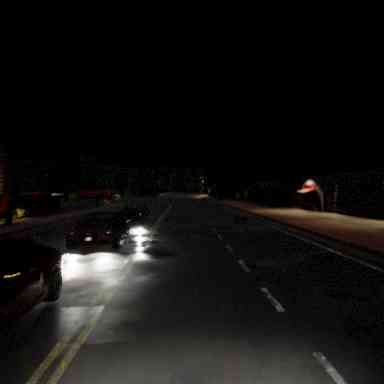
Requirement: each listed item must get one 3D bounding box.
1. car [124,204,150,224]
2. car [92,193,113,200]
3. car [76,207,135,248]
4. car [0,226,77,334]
[{"bbox_3d":[-4.285,1.592,24.712,1.895,1.301,4.718,-1,0,-1],"label":"car"},{"bbox_3d":[-24.225,1.321,91.158,4.605,1.855,1.932,-1,0,-2],"label":"car"},{"bbox_3d":[-3.982,1.593,14.644,1.994,1.385,4.181,-1,0,-1],"label":"car"},{"bbox_3d":[-3.690,1.587,5.654,1.812,1.442,4.674,-1,0,-2],"label":"car"}]
